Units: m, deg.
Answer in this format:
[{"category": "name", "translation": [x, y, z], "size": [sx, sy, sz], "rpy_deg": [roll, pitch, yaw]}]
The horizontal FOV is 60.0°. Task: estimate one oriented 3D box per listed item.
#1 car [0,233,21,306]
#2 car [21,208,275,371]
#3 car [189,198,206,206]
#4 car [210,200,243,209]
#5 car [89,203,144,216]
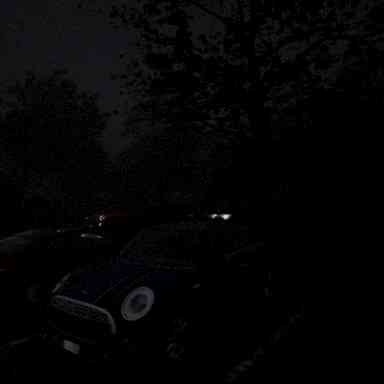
[{"category": "car", "translation": [-2.845, 1.514, 7.790], "size": [2.002, 1.452, 4.674], "rpy_deg": [0, 0, 35]}, {"category": "car", "translation": [-0.221, 1.349, 6.009], "size": [2.185, 1.767, 4.553], "rpy_deg": [0, 0, 35]}, {"category": "car", "translation": [1.736, 1.603, 58.409], "size": [5.008, 1.535, 1.882], "rpy_deg": [-2, -1, 35]}, {"category": "car", "translation": [4.143, 1.606, 37.233], "size": [1.812, 1.442, 4.674], "rpy_deg": [-3, -1, 35]}, {"category": "car", "translation": [-5.447, 1.701, 23.914], "size": [2.097, 1.767, 4.553], "rpy_deg": [-3, -1, 37]}]
